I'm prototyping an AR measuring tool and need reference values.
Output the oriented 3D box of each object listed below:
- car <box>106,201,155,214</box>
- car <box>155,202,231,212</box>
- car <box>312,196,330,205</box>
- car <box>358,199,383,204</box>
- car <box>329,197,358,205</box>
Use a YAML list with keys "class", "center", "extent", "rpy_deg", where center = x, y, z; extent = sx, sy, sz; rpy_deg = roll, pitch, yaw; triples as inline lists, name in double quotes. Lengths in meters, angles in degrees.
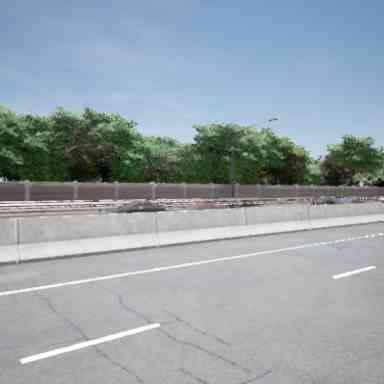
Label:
- class: "car"
  center: [-4.422, 1.480, 26.617]
  extent: [4.892, 1.490, 1.837]
  rpy_deg: [1, 0, -35]
- class: "car"
  center: [0.438, 1.447, 21.482]
  extent: [5.008, 1.535, 1.882]
  rpy_deg: [0, 0, -35]
- class: "car"
  center: [19.332, 1.425, 47.941]
  extent: [4.892, 1.490, 1.837]
  rpy_deg: [0, 0, -35]
- class: "car"
  center: [23.636, 1.520, 42.420]
  extent: [4.718, 1.301, 1.895]
  rpy_deg: [0, 0, -36]
- class: "car"
  center: [21.397, 1.467, 45.122]
  extent: [5.357, 1.411, 2.033]
  rpy_deg: [0, 0, -36]
